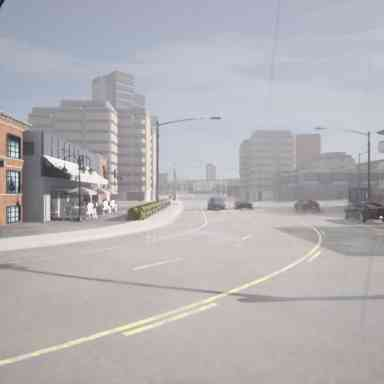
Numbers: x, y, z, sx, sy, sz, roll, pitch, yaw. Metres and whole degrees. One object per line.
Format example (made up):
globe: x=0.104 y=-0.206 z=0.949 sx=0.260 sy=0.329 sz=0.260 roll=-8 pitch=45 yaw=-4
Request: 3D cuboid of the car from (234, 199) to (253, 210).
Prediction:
car: x=6.469 y=1.600 z=42.068 sx=1.895 sy=1.301 sz=4.718 roll=0 pitch=0 yaw=1

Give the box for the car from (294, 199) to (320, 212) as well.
car: x=13.612 y=1.524 z=39.495 sx=1.812 sy=1.442 sz=4.674 roll=0 pitch=0 yaw=1

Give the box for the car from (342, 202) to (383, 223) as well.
car: x=13.362 y=1.506 z=25.732 sx=1.837 sy=1.490 sz=4.892 roll=0 pitch=1 yaw=2

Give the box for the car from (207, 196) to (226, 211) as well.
car: x=2.954 y=1.350 z=40.817 sx=2.097 sy=1.767 sz=4.553 roll=0 pitch=0 yaw=1
